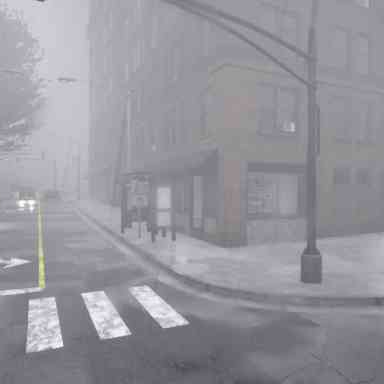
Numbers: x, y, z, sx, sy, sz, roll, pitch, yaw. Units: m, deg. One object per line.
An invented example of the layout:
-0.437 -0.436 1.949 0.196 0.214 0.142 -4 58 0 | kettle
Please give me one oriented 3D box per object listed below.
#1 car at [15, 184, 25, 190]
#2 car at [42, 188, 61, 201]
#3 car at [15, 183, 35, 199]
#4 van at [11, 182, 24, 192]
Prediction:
-41.900 -1.278 81.143 1.887 1.381 4.507 2 1 -25 | car
-17.417 0.238 41.276 1.837 1.490 4.892 0 3 -25 | car
-21.620 -0.009 43.701 2.128 1.511 4.902 0 3 -25 | car
-33.925 -0.960 64.025 1.690 1.788 3.998 2 1 -25 | van
